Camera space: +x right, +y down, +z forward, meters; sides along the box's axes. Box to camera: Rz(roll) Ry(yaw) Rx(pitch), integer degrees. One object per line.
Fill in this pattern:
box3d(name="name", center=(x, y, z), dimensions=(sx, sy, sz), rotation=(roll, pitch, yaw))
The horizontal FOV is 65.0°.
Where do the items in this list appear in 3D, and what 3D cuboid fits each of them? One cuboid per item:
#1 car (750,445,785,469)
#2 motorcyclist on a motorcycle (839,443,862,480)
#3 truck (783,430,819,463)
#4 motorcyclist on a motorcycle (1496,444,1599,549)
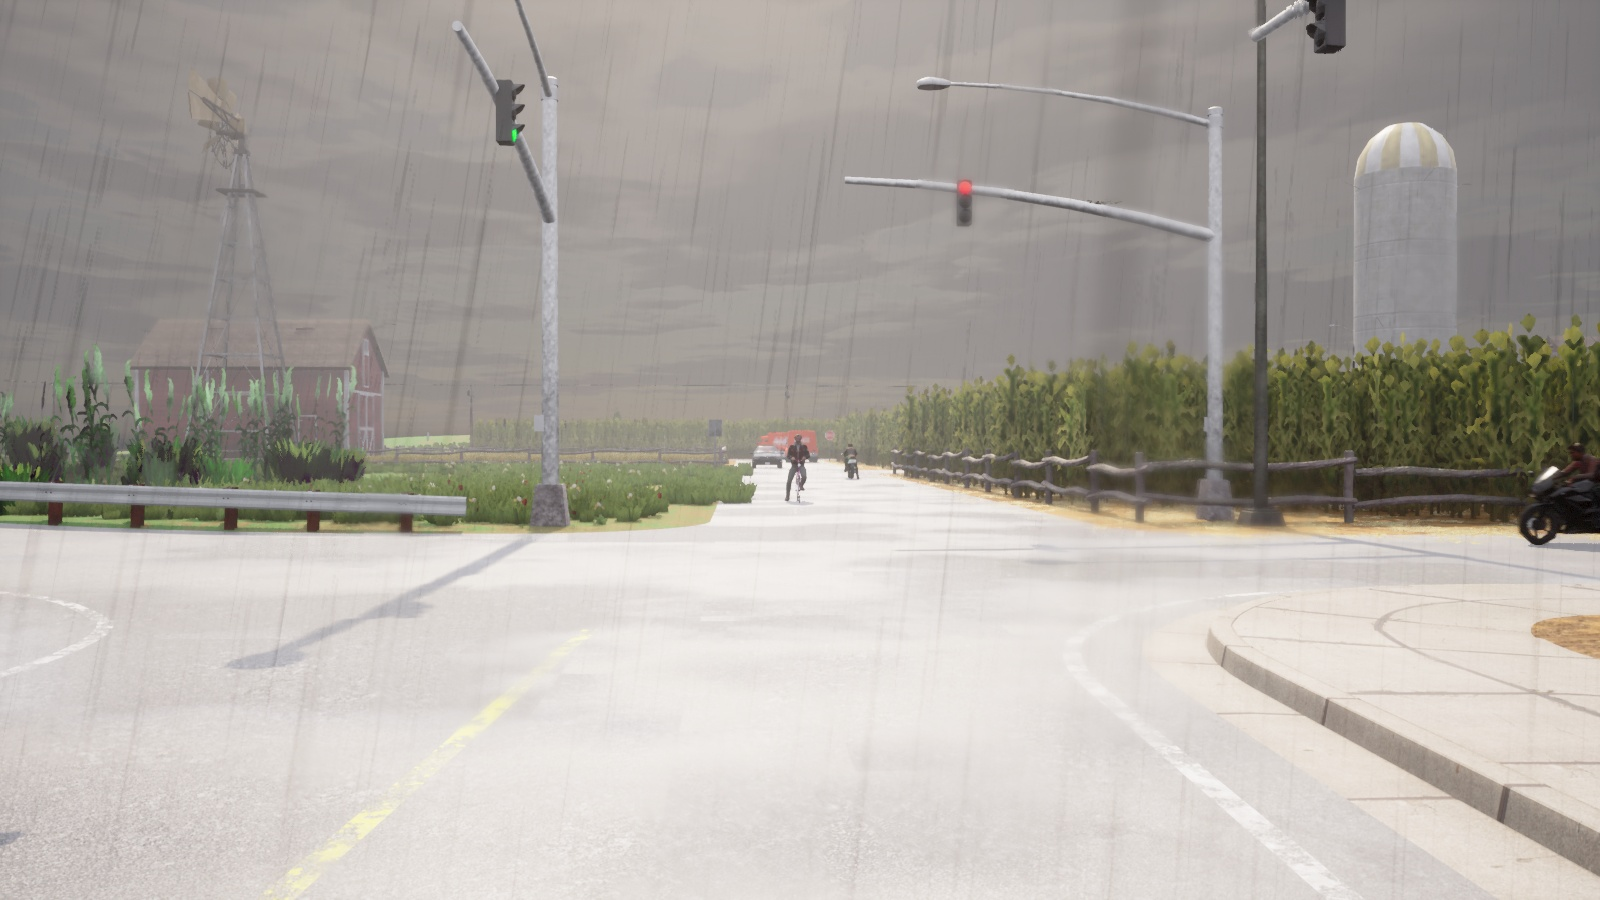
box3d(name="car", center=(-2.025, 0.395, 76.617), dimensions=(2.033, 1.411, 5.357), rotation=(0, 0, -3))
box3d(name="motorcyclist on a motorcycle", center=(2.136, 0.466, 52.930), dimensions=(0.797, 1.523, 2.044), rotation=(0, 0, -3))
box3d(name="truck", center=(0.070, -0.269, 99.122), dimensions=(2.627, 2.467, 5.204), rotation=(0, 0, -2))
box3d(name="motorcyclist on a motorcycle", center=(11.507, 0.668, 18.535), dimensions=(2.044, 1.523, 0.797), rotation=(0, 0, -2))
